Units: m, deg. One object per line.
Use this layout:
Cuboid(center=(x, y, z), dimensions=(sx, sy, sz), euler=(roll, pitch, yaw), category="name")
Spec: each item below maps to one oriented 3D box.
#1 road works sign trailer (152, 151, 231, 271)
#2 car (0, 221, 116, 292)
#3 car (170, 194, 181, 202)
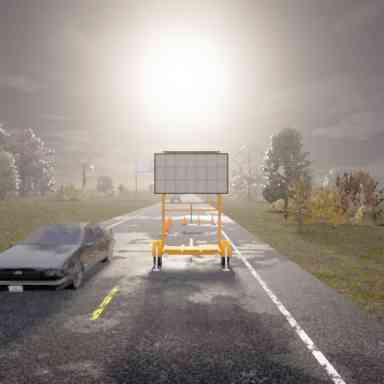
Cuboid(center=(-0.019, 0.465, 10.890), dimensions=(2.380, 3.560, 2.880), euler=(0, 0, 0), category="road works sign trailer")
Cuboid(center=(-3.516, 1.548, 9.302), dimensions=(2.033, 1.411, 5.357), euler=(0, 0, 0), category="car")
Cuboid(center=(-3.628, 1.273, 73.778), dimensions=(2.150, 2.045, 5.566), euler=(0, 0, 0), category="car")
